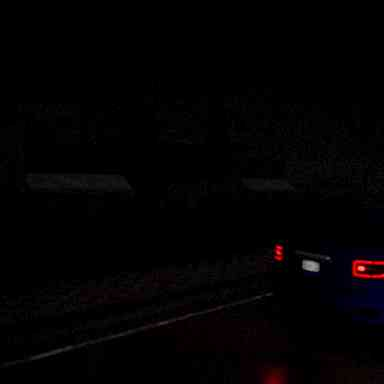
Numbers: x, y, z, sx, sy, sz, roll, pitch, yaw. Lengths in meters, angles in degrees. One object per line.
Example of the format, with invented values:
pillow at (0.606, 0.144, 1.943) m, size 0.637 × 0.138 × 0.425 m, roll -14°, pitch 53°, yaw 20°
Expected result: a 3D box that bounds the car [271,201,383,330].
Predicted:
car at (3.981, 1.190, 6.582) m, size 5.566 × 2.045 × 2.150 m, roll 0°, pitch 0°, yaw -35°
